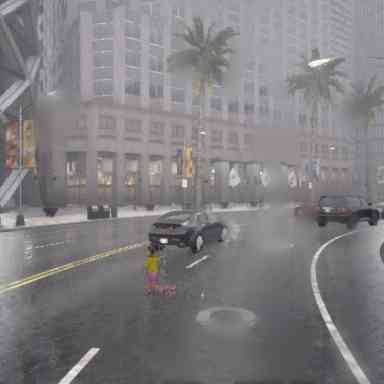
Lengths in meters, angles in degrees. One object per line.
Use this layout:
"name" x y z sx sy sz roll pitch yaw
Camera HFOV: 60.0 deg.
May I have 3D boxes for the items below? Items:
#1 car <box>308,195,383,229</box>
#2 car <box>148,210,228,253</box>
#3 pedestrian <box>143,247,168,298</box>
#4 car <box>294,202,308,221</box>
"car" 10.182 1.221 21.762 5.566 2.045 2.150 0 0 -41
"car" 0.016 1.501 13.853 1.837 1.490 4.892 0 -1 24
"pedestrian" -0.830 1.674 7.031 0.500 1.100 0.500 0 0 12
"car" 9.960 1.478 25.912 5.008 1.535 1.882 1 0 -39
